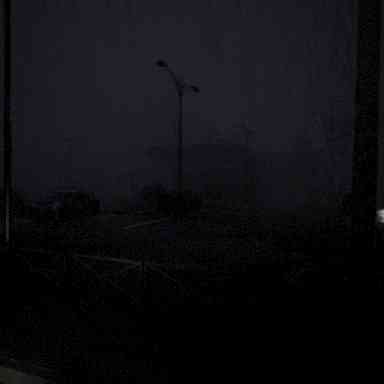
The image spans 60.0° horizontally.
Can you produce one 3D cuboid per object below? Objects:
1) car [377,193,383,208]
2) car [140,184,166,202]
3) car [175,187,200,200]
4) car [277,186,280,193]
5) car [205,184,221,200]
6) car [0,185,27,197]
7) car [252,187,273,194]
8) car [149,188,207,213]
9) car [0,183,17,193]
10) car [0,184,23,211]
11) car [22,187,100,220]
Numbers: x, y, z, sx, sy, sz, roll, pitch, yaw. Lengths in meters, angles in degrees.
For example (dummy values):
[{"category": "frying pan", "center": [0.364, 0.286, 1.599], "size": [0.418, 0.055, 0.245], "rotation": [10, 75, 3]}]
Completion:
[{"category": "car", "center": [18.970, 0.781, 31.671], "size": [1.895, 1.301, 4.718], "rotation": [1, 2, 22]}, {"category": "car", "center": [-3.607, 0.079, 35.341], "size": [1.932, 1.855, 4.605], "rotation": [1, 2, 21]}, {"category": "car", "center": [-0.511, 0.156, 43.239], "size": [1.970, 1.475, 3.806], "rotation": [1, 2, 21]}, {"category": "car", "center": [21.553, -0.565, 76.481], "size": [3.866, 1.878, 1.905], "rotation": [1, 2, 21]}, {"category": "car", "center": [2.355, -0.040, 41.435], "size": [1.905, 1.878, 3.866], "rotation": [1, 2, 21]}, {"category": "car", "center": [-24.188, -0.215, 44.337], "size": [1.845, 1.501, 3.633], "rotation": [1, 2, 21]}, {"category": "car", "center": [15.428, -0.370, 72.828], "size": [4.611, 1.667, 2.242], "rotation": [1, 2, 21]}, {"category": "car", "center": [-0.862, 0.654, 23.485], "size": [2.007, 1.523, 4.514], "rotation": [1, 2, 21]}, {"category": "car", "center": [-32.357, -0.636, 55.839], "size": [2.152, 1.636, 5.027], "rotation": [1, 2, 21]}, {"category": "car", "center": [-12.951, 0.447, 20.354], "size": [2.152, 1.636, 5.027], "rotation": [1, 2, 21]}, {"category": "car", "center": [-6.870, 0.661, 18.287], "size": [1.970, 1.475, 3.806], "rotation": [1, 2, 21]}]
